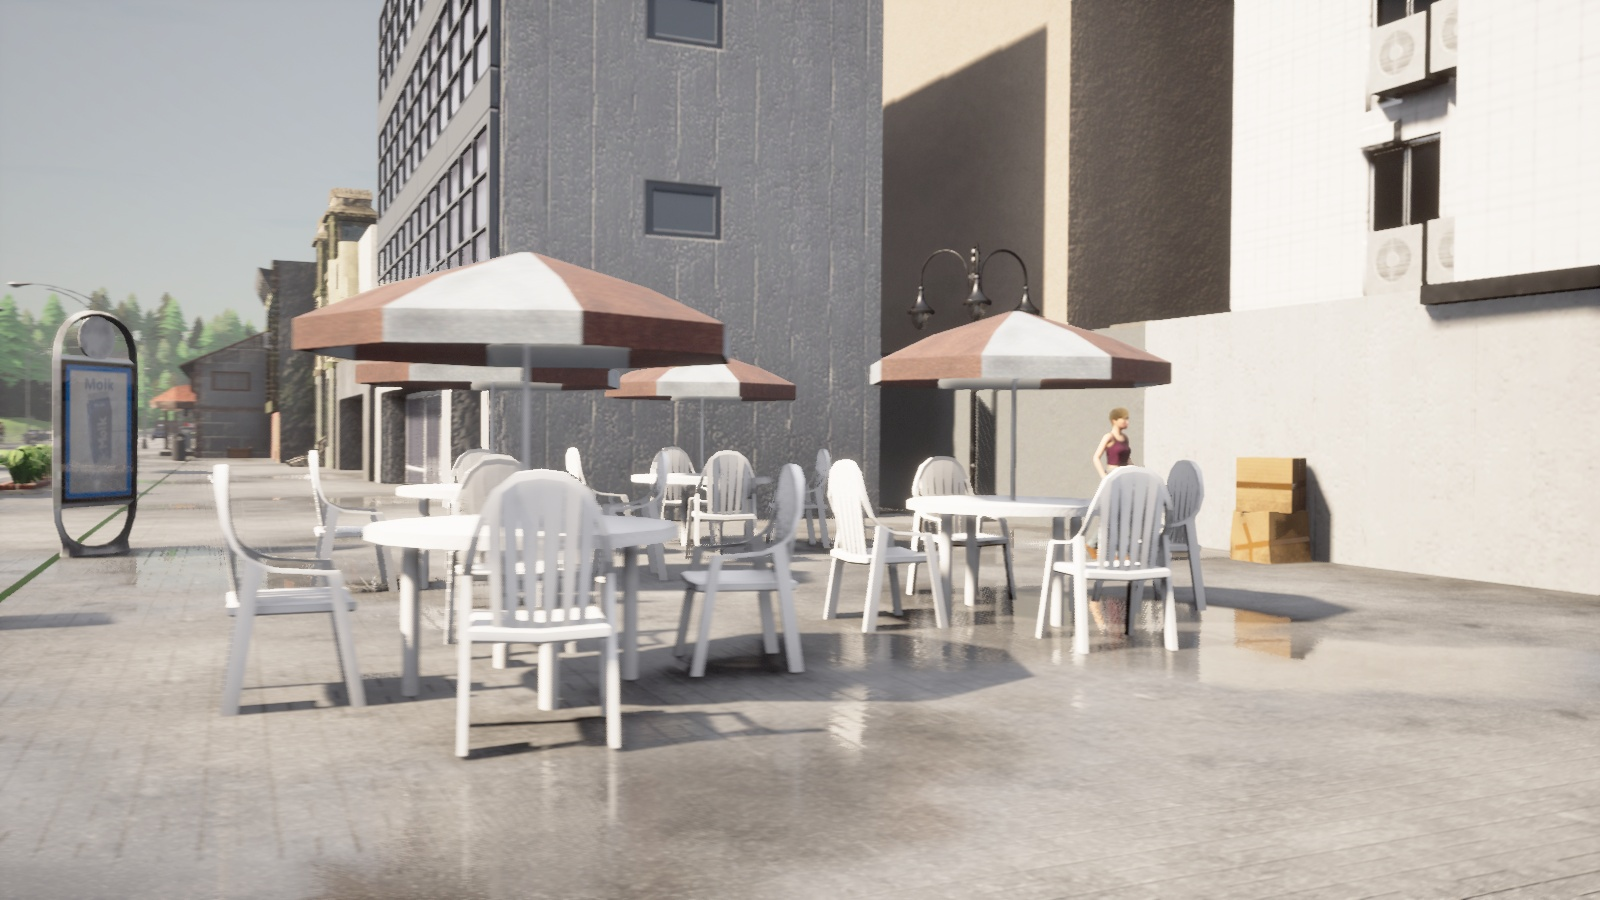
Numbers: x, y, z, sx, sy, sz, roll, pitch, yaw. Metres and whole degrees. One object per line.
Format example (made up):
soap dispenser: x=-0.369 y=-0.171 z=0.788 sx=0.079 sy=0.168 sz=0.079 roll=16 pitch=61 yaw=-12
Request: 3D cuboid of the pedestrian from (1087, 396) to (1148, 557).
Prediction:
pedestrian: x=3.714 y=0.298 z=14.693 sx=0.594 sy=1.836 sz=0.345 roll=0 pitch=1 yaw=44
